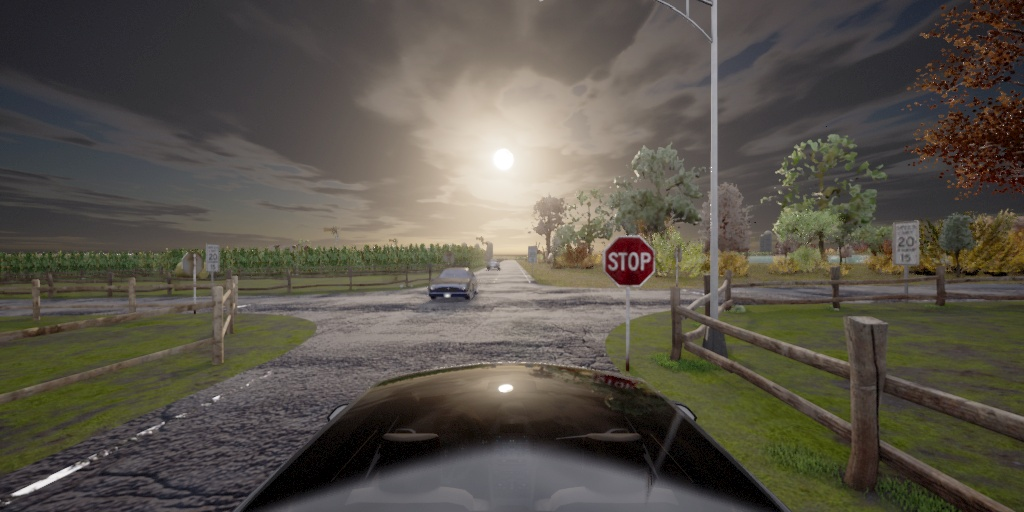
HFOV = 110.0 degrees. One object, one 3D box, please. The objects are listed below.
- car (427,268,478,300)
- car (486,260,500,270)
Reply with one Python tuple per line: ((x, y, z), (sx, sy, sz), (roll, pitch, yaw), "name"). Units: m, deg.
((-2.753, 1.314, 17.929), (2.033, 1.411, 5.357), (0, 0, 0), "car")
((-2.744, 1.286, 53.265), (2.128, 1.511, 4.902), (0, 0, 0), "car")
